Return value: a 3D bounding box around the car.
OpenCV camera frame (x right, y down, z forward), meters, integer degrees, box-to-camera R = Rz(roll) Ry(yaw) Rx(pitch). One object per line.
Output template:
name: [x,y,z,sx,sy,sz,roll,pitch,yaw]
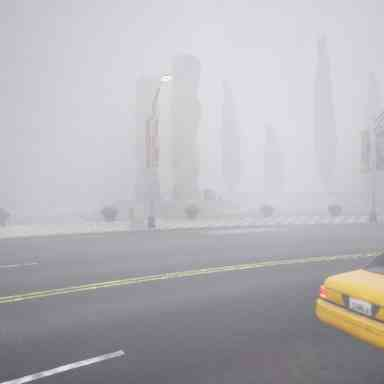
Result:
car: [4.497,1.455,5.374,5.366,1.575,1.801,0,0,-25]
